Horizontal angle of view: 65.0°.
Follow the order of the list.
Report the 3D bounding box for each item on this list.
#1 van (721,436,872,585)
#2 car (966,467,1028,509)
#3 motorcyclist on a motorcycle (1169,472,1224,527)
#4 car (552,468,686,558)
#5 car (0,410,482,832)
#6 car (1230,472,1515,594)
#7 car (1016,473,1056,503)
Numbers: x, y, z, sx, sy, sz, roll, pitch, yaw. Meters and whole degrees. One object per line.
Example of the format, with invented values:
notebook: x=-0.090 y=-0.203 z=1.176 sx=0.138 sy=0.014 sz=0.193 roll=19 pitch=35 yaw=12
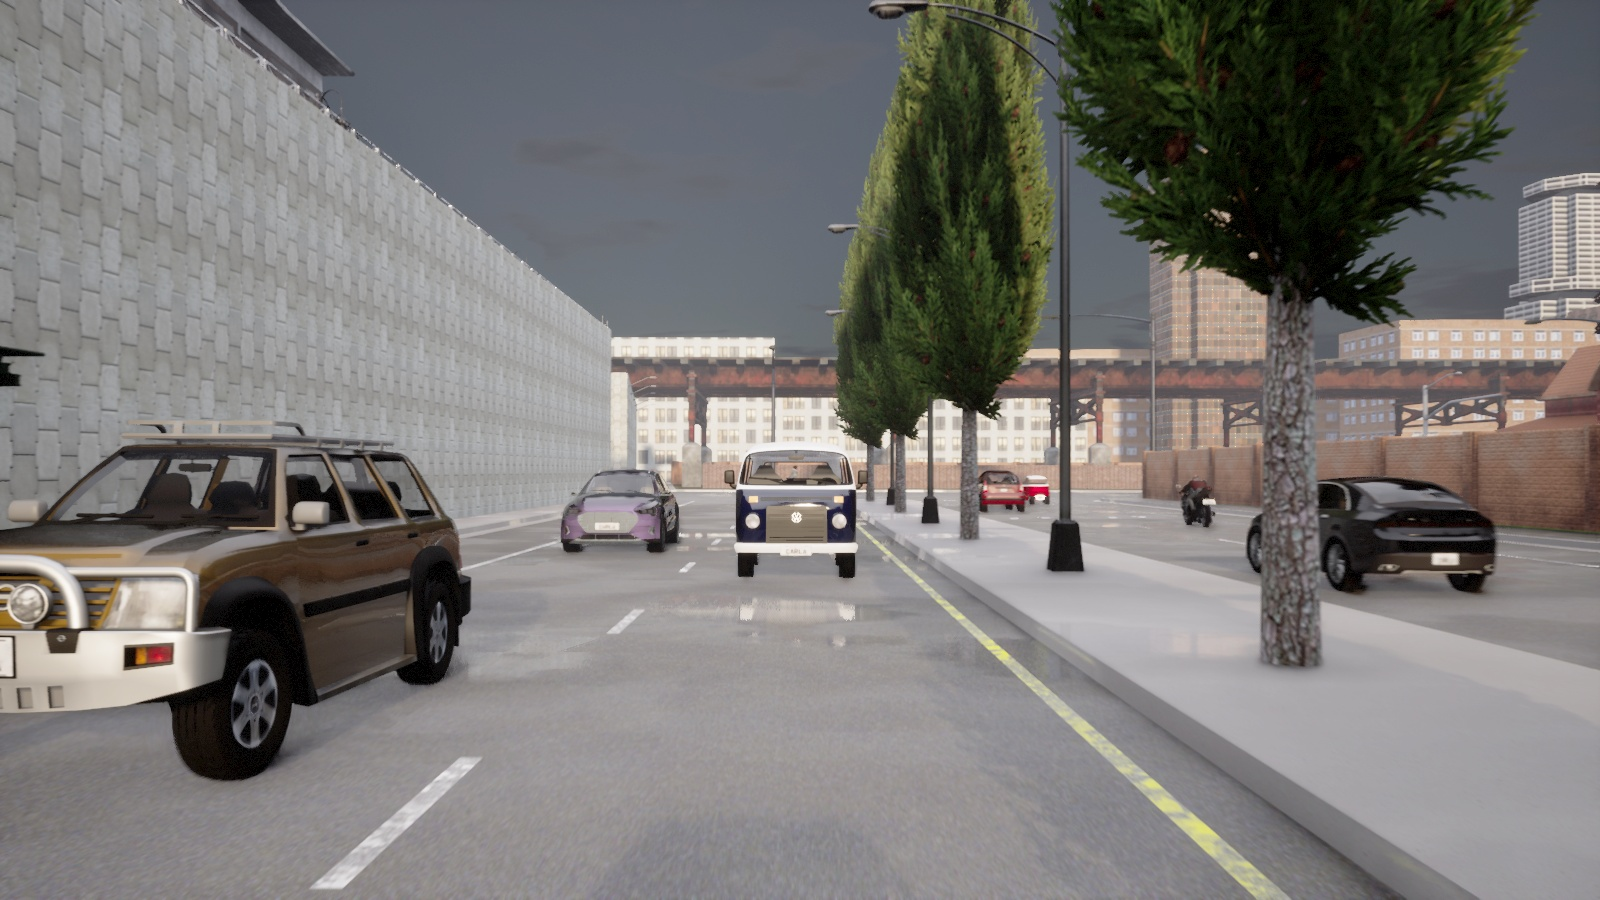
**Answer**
van: x=-0.055 y=0.873 z=19.586 sx=2.069 sy=2.038 sz=4.480 roll=0 pitch=-1 yaw=0
car: x=7.866 y=1.516 z=50.501 sx=1.851 sy=1.617 sz=3.988 roll=0 pitch=-1 yaw=0
motorcyclist on a motorcycle: x=11.402 y=1.390 z=36.206 sx=0.866 sy=1.530 sz=2.191 roll=0 pitch=-1 yaw=0
car: x=-3.569 y=1.204 z=25.664 sx=2.033 sy=1.649 sz=4.856 roll=0 pitch=-1 yaw=0
car: x=-3.620 y=0.792 z=7.866 sx=1.932 sy=1.855 sz=4.605 roll=0 pitch=-1 yaw=2
car: x=7.950 y=1.077 z=18.052 sx=1.837 sy=1.490 sz=4.892 roll=0 pitch=-1 yaw=0
car: x=11.342 y=1.818 z=60.489 sx=1.481 sy=1.376 sz=2.207 roll=0 pitch=-1 yaw=0
